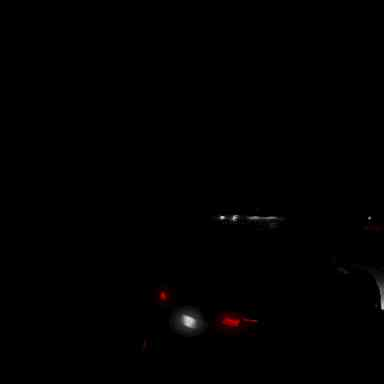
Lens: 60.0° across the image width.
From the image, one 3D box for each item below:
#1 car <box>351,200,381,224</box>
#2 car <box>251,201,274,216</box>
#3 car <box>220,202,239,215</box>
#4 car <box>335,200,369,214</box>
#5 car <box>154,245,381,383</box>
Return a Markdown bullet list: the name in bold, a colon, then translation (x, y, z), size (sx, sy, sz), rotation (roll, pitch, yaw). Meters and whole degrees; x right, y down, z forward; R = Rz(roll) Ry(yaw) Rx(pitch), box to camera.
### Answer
- **car**: translation (13.384, 1.637, 26.382), size (1.837, 1.490, 4.892), rotation (1, 0, 13)
- **car**: translation (7.498, 1.687, 35.567), size (1.882, 1.535, 5.008), rotation (0, 0, 4)
- **car**: translation (4.096, 1.793, 37.083), size (1.994, 1.385, 4.181), rotation (0, 0, 4)
- **car**: translation (18.296, 1.671, 38.230), size (1.882, 1.535, 5.008), rotation (0, -1, 5)
- **car**: translation (1.451, 1.597, 5.505), size (4.181, 1.385, 1.994), rotation (0, 0, -42)
